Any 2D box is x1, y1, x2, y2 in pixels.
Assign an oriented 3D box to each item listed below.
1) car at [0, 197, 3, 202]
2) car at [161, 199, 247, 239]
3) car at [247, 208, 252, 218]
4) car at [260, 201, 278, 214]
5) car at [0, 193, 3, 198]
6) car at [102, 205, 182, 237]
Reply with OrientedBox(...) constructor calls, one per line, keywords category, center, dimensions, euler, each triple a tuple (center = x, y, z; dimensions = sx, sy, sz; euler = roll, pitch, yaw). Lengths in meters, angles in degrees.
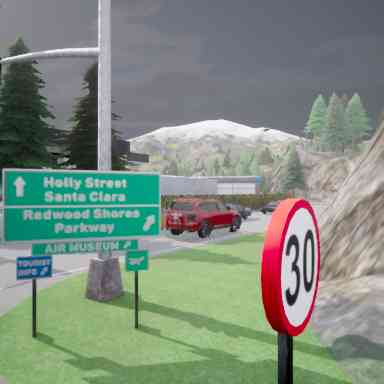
OrientedBox(category="car", center=(-12.363, 1.505, 26.047), dimensions=(1.905, 1.878, 3.866), euler=(0, 0, 35))
OrientedBox(category="car", center=(0.768, 1.413, 19.232), dimensions=(2.150, 2.045, 5.566), euler=(0, 0, 36))
OrientedBox(category="car", center=(3.364, 1.739, 29.092), dimensions=(2.033, 1.411, 5.357), euler=(0, 0, 36))
OrientedBox(category="car", center=(9.650, 1.739, 37.708), dimensions=(2.033, 1.411, 5.357), euler=(0, 0, 36))
OrientedBox(category="car", center=(-38.568, 1.489, 69.987), dimensions=(4.514, 1.523, 2.007), euler=(0, 0, 35))
OrientedBox(category="car", center=(-2.906, 1.669, 20.472), dimensions=(1.882, 1.535, 5.008), euler=(0, 0, 36))
